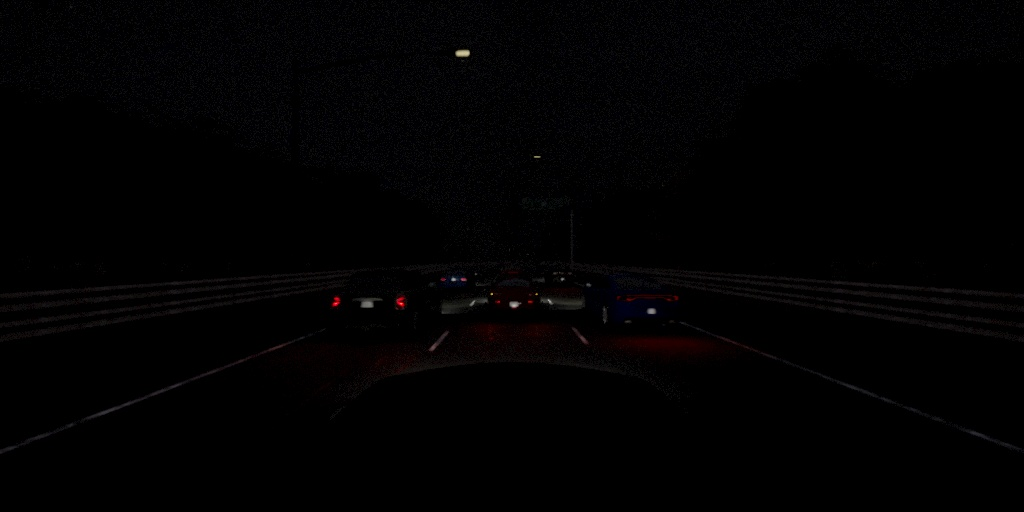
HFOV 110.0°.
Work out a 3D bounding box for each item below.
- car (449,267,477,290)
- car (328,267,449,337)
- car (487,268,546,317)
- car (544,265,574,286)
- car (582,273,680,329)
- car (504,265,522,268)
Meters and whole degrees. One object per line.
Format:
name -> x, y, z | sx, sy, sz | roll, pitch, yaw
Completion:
car -> -3.458, 1.465, 23.848 | 2.033, 1.411, 5.357 | 0, 0, 1
car -> -3.442, 1.172, 10.689 | 2.097, 1.767, 4.553 | 0, 0, 0
car -> 0.072, 1.363, 13.560 | 1.812, 1.442, 4.674 | 0, 0, 0
car -> 3.566, 1.440, 27.547 | 2.128, 1.511, 4.902 | 0, 0, 0
car -> 3.564, 1.301, 11.638 | 1.882, 1.535, 5.008 | 0, -1, 0
car -> 0.073, 1.438, 29.062 | 1.882, 1.535, 5.008 | 0, -1, 0
